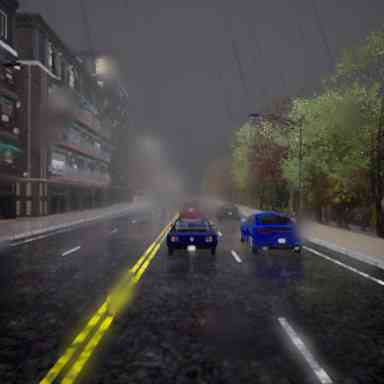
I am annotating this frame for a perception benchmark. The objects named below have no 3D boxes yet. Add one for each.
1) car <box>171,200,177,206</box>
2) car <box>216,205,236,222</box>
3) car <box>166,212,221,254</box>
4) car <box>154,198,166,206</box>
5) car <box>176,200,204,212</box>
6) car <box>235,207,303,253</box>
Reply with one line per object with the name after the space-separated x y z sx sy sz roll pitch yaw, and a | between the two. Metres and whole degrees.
-3.262 2.254 67.788 1.895 1.301 4.718 0 -1 0 | car
3.247 1.846 29.305 1.994 1.385 4.181 0 -1 0 | car
0.000 1.737 14.110 1.895 1.301 4.718 0 -1 0 | car
-6.513 2.017 68.271 2.097 1.767 4.553 0 -1 0 | car
-0.001 1.630 29.080 2.097 1.767 4.553 0 -1 0 | car
3.254 1.617 14.467 1.882 1.535 5.008 0 0 0 | car
